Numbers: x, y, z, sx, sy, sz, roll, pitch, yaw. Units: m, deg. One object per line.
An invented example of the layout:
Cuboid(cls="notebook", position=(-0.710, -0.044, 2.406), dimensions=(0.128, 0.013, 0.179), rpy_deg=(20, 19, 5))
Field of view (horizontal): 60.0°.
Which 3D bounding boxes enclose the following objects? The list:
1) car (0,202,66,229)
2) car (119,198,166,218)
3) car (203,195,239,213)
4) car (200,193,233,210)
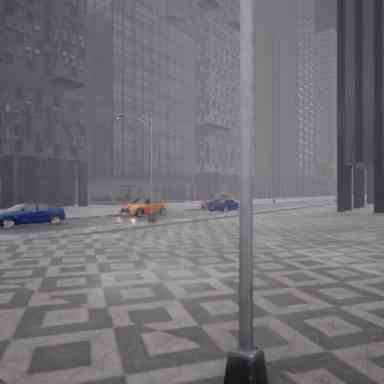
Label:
Cuboid(cls="car", position=(-10.795, 1.459, 21.750), dimensions=(1.882, 1.535, 5.008), rpy_deg=(0, 0, 36))
Cuboid(cls="car", position=(-4.469, 1.318, 30.402), dimensions=(2.097, 1.767, 4.553), rpy_deg=(0, 0, 36))
Cuboid(cls="car", position=(3.591, 1.432, 36.015), dimensions=(1.882, 1.535, 5.008), rpy_deg=(0, 0, 36))
Cuboid(cls="car", position=(3.258, 1.172, 40.951), dimensions=(2.150, 2.045, 5.566), rpy_deg=(0, 0, 36))
